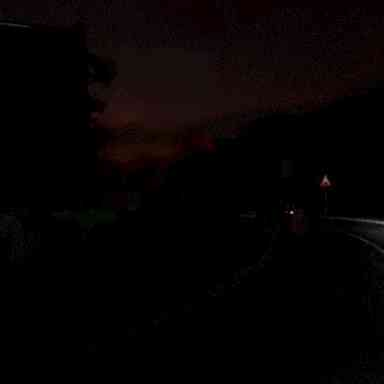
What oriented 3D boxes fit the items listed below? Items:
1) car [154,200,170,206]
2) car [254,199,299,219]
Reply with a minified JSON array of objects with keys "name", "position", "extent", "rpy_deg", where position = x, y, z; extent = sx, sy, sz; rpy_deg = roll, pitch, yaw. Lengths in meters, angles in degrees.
[{"name":"car","position":[-4.847,2.029,52.989],"extent":[2.128,1.511,4.902],"rpy_deg":[-2,1,-18]},{"name":"car","position":[6.780,1.336,27.239],"extent":[1.837,1.490,4.892],"rpy_deg":[-2,-1,-17]}]
